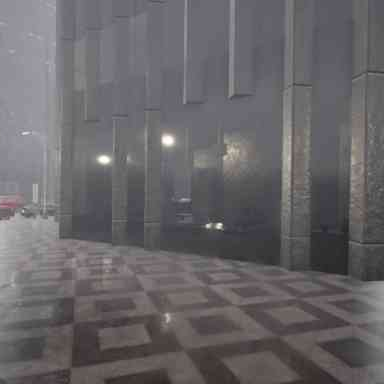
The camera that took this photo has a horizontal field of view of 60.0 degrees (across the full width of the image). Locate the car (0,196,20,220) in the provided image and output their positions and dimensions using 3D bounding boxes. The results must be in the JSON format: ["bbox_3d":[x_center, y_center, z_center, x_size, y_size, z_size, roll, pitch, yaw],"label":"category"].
[{"bbox_3d":[-17.119,1.463,26.776,2.192,1.841,5.009,1,0,36],"label":"car"}]

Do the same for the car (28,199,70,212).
[{"bbox_3d":[-17.502,1.634,40.923,1.947,1.339,4.313,1,0,36],"label":"car"}]

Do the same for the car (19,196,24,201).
[{"bbox_3d":[-20.776,1.354,36.328,2.192,1.841,5.009,1,0,36],"label":"car"}]

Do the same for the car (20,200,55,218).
[{"bbox_3d":[-13.845,1.742,31.371,1.947,1.339,4.313,1,0,36],"label":"car"}]
